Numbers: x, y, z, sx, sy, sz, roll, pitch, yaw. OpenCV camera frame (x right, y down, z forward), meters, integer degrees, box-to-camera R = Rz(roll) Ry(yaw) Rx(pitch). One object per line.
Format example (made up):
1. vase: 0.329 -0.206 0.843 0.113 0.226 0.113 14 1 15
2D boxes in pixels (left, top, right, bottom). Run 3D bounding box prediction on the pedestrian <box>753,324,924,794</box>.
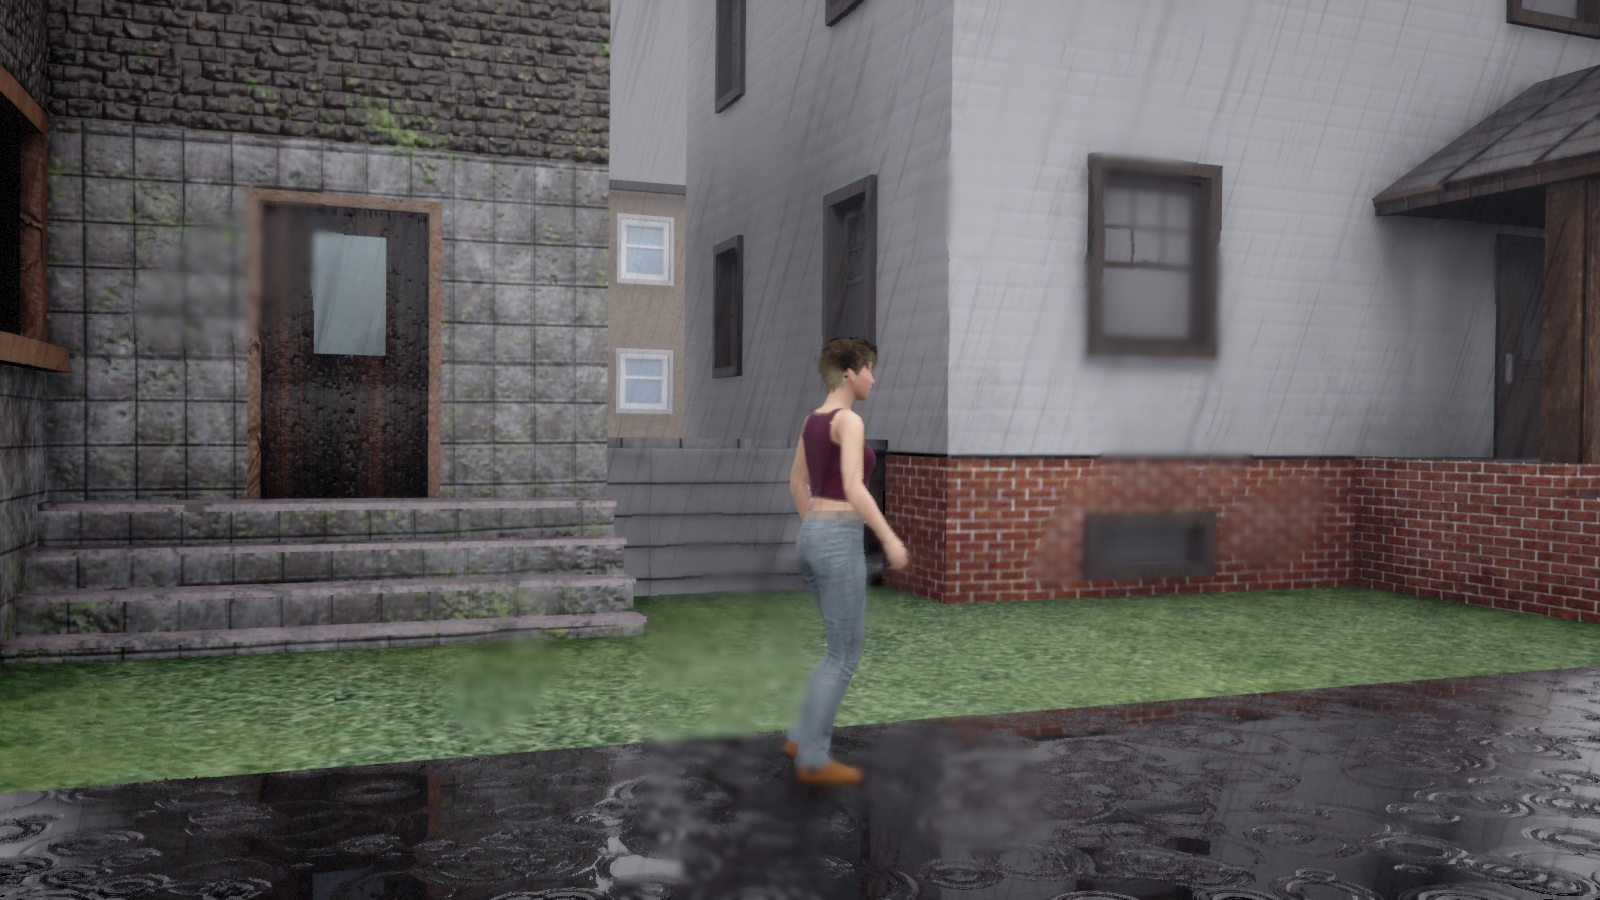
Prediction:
1. pedestrian: 0.156 0.422 5.162 0.594 1.836 0.345 -1 1 -21
